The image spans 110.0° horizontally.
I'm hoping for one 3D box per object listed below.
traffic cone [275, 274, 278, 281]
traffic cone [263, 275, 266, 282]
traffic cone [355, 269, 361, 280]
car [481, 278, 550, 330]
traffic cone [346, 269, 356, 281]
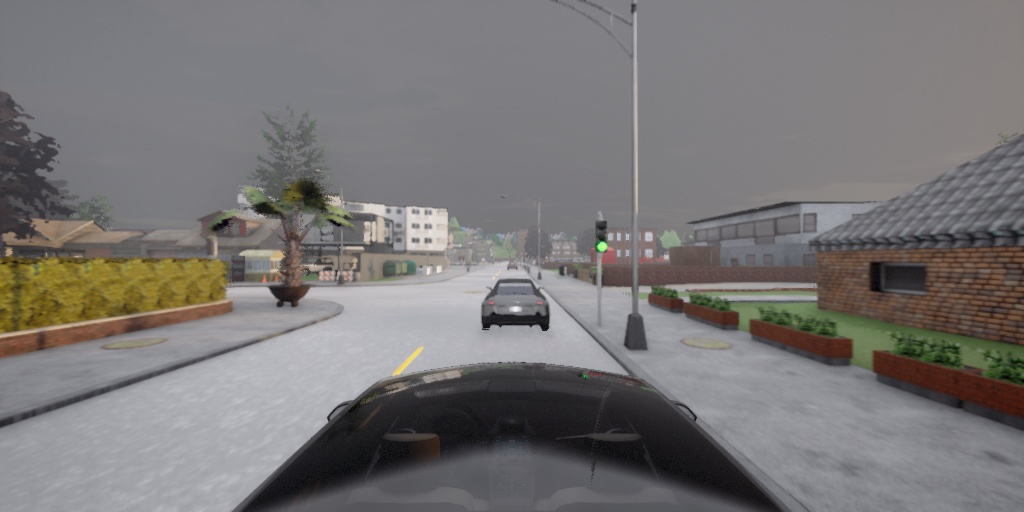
[{"bbox_3d":[-19.797,1.822,30.160,0.344,0.586,0.344,0,0,0],"label":"traffic cone"},{"bbox_3d":[-20.317,1.845,29.440,0.344,0.586,0.344,0,0,0],"label":"traffic cone"},{"bbox_3d":[-15.389,1.860,35.613,0.344,0.586,0.344,0,0,0],"label":"traffic cone"},{"bbox_3d":[0.094,1.402,11.555,1.994,1.385,4.181,0,0,0],"label":"car"},{"bbox_3d":[-15.750,1.858,35.043,0.344,0.586,0.344,0,0,0],"label":"traffic cone"}]
